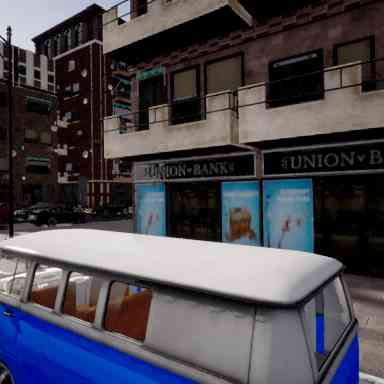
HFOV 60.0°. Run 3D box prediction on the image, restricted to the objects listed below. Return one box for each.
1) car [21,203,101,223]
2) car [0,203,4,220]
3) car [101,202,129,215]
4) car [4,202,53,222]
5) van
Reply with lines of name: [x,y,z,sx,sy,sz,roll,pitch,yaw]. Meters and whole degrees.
car: [-8.707,1.583,22.370,1.947,1.339,4.313,-2,-1,36]
car: [-15.479,1.608,27.310,1.967,1.590,4.097,-2,-1,36]
car: [-8.836,1.797,36.421,1.947,1.339,4.313,-2,-1,36]
car: [-12.216,1.624,27.383,2.128,1.511,4.902,-1,-1,36]
van: [-0.534,1.342,3.231,3.998,1.788,1.690,0,-1,35]
